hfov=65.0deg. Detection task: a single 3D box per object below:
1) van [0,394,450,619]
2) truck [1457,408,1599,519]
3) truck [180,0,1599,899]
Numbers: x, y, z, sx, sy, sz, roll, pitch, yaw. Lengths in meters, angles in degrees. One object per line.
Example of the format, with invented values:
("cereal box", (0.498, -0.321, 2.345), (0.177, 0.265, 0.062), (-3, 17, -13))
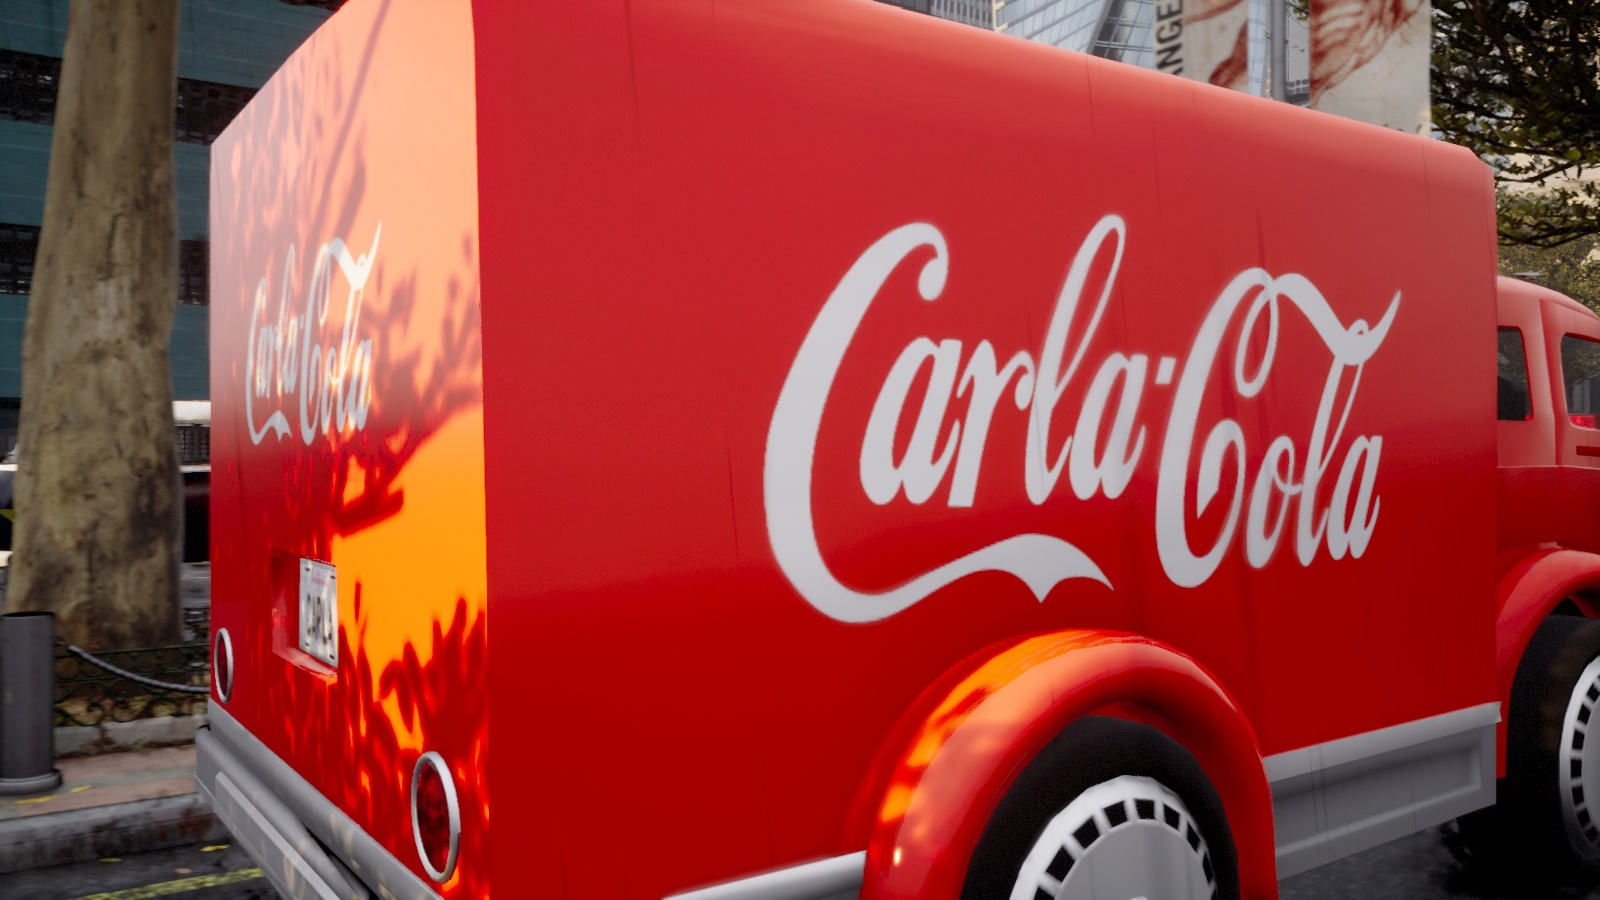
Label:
("van", (-6.266, 0.514, 13.310), (4.480, 2.038, 2.069), (0, 0, -35))
("truck", (18.422, 0.294, 30.779), (5.204, 2.467, 2.627), (0, 0, -44))
("truck", (0.955, 0.267, 4.326), (5.204, 2.467, 2.627), (0, 0, -35))
